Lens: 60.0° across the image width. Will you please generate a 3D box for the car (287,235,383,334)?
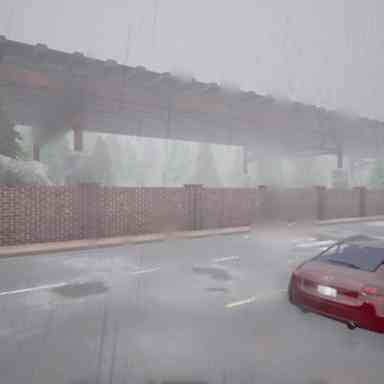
[{"bbox_3d":[3.809,1.559,6.518,4.181,1.385,1.994,0,0,-35],"label":"car"}]
